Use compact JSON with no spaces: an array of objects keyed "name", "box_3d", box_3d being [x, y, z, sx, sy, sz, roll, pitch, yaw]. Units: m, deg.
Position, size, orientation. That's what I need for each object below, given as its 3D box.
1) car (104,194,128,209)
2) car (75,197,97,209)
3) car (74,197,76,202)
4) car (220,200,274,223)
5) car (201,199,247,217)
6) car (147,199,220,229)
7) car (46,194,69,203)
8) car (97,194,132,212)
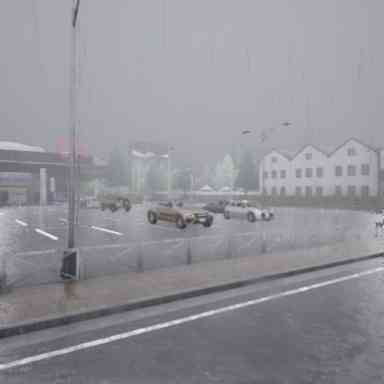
[{"name":"car","box_3d":[-10.305,1.255,44.934,1.905,1.878,3.866,1,0,-36]},{"name":"car","box_3d":[-13.368,1.508,43.500,1.970,1.475,3.806,1,0,-36]},{"name":"car","box_3d":[-29.362,1.536,80.059,3.866,1.878,1.905,1,0,-36]},{"name":"car","box_3d":[4.164,1.409,24.634,1.970,1.475,3.806,1,0,-36]},{"name":"car","box_3d":[3.051,1.509,32.499,2.007,1.523,4.514,1,0,-36]},{"name":"car","box_3d":[-0.872,1.272,20.645,2.152,1.636,5.027,1,0,-36]},{"name":"car","box_3d":[-29.607,1.664,72.930,4.611,1.667,2.242,1,0,-36]},{"name":"car","box_3d":[-8.411,1.245,36.620,1.932,1.855,4.605,1,0,-36]}]
